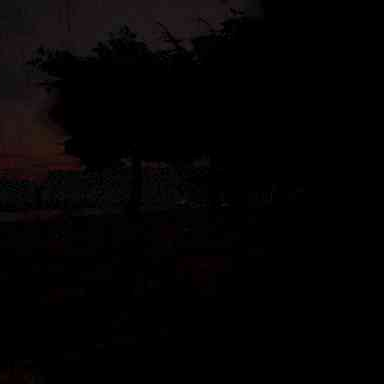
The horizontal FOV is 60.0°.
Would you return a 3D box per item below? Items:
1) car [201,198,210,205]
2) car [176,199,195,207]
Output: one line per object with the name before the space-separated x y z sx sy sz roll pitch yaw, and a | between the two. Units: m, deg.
car | 3.702 1.985 68.233 2.033 1.411 5.357 2 1 29
car | -1.158 1.938 59.886 1.812 1.442 4.674 2 1 31
